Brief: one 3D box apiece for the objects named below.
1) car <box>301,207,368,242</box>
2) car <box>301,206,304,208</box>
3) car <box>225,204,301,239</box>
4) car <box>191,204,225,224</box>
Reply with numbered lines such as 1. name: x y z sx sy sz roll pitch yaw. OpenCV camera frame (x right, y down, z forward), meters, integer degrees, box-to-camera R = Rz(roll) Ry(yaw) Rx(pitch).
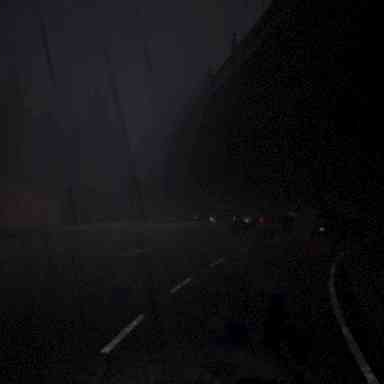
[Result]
1. car: 7.929 1.670 17.896 1.882 1.535 5.008 0 -1 42
2. car: 8.744 1.871 27.931 4.718 1.301 1.895 1 -1 -33
3. car: 4.123 1.519 18.728 2.097 1.767 4.553 0 0 38
4. car: 2.060 1.700 26.883 4.902 1.511 2.128 1 -1 -42
